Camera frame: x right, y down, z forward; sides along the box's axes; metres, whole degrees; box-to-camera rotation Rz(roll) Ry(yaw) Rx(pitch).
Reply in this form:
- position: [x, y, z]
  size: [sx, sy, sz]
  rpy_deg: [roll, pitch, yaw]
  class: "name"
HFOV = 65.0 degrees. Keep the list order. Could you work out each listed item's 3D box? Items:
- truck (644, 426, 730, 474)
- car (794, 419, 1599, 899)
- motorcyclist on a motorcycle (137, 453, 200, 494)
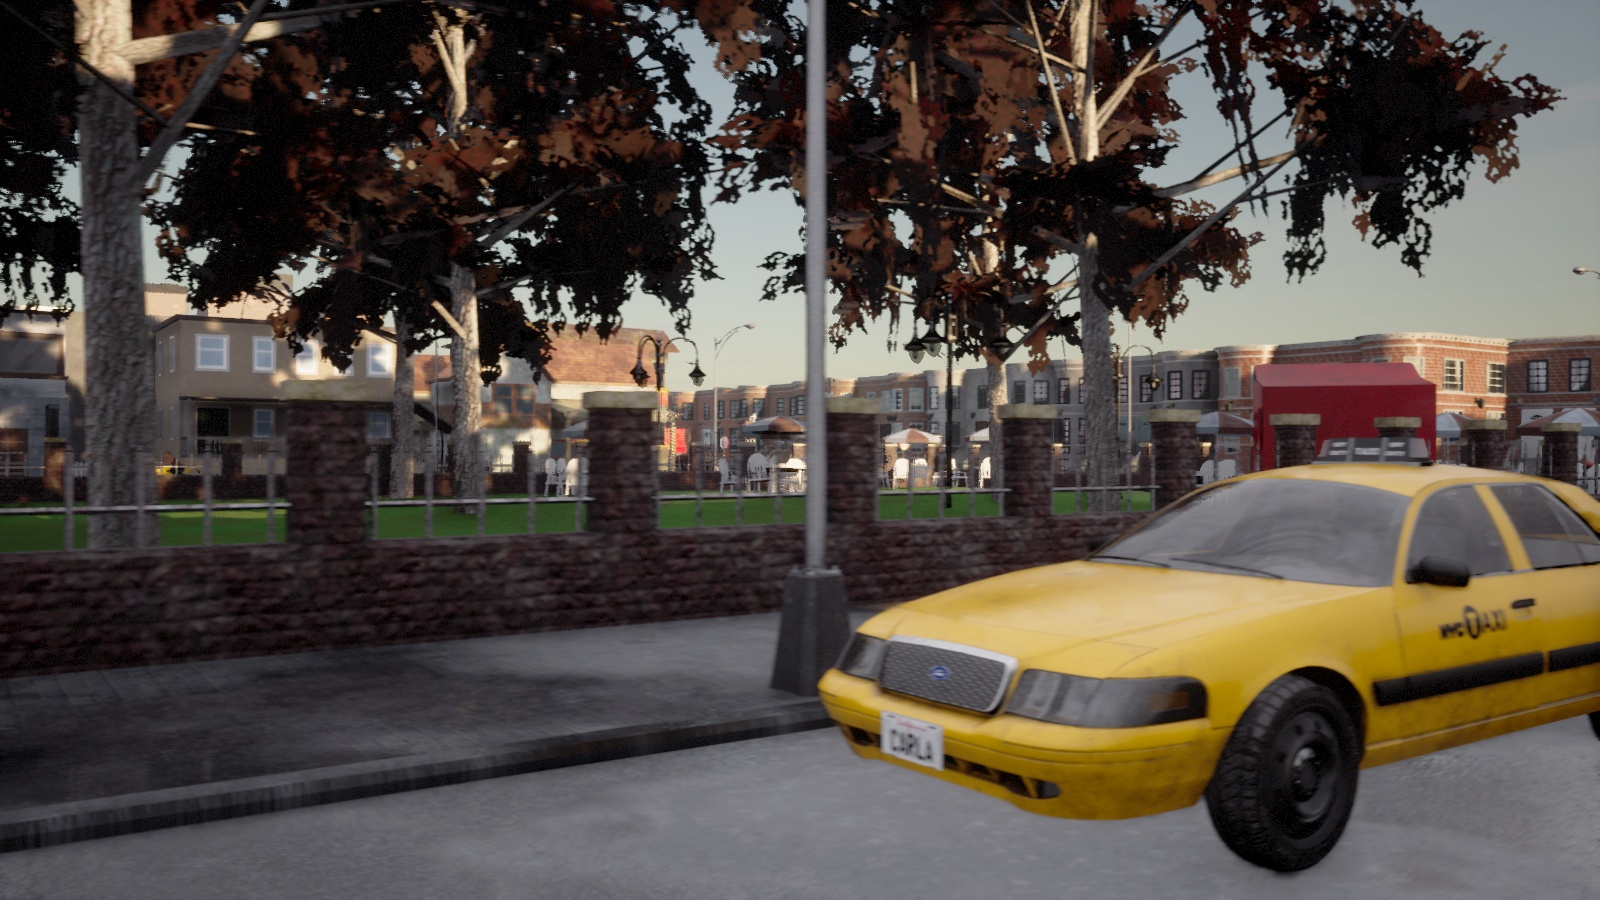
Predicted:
- position: [-8.578, 0.012, 94.134]
  size: [2.891, 3.462, 7.936]
  rpy_deg: [0, 0, -35]
  class: "truck"
- position: [2.692, 0.693, 6.143]
  size: [5.366, 1.575, 1.801]
  rpy_deg: [0, 0, -35]
  class: "car"
- position: [-23.934, 0.894, 47.639]
  size: [2.044, 1.523, 0.797]
  rpy_deg: [0, 0, -35]
  class: "motorcyclist on a motorcycle"
